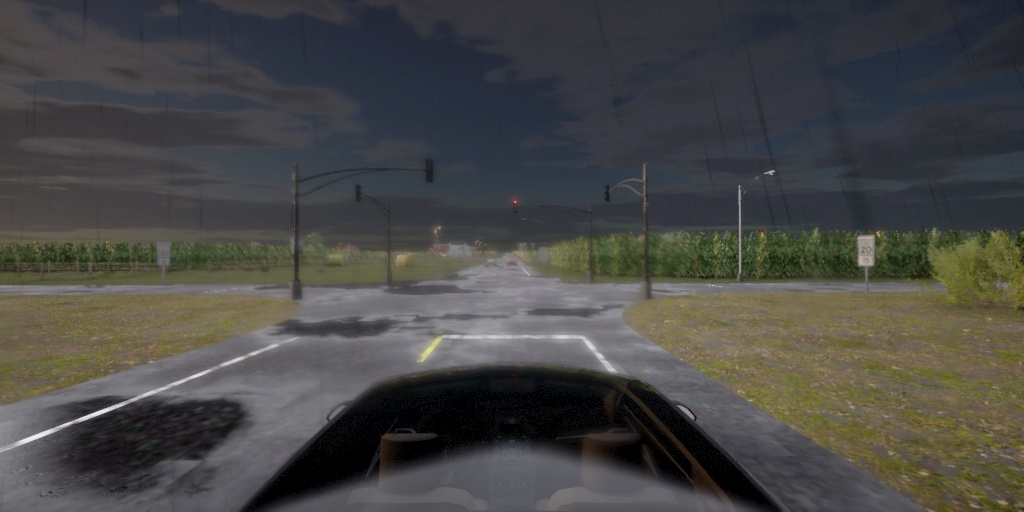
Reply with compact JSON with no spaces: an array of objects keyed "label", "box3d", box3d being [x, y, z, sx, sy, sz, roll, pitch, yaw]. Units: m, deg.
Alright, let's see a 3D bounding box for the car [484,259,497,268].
[{"label":"car","box3d":[-3.580,1.210,60.709,1.812,1.442,4.674,0,0,0]}]
